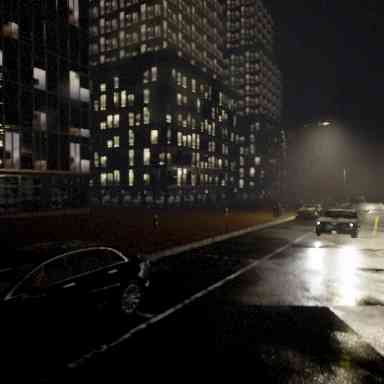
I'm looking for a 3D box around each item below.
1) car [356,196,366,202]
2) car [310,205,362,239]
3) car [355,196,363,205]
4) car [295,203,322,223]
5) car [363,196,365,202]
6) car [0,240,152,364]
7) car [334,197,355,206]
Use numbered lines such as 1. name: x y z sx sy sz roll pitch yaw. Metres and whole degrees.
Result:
1. car: 39.755 1.647 78.230 2.008 1.369 4.403 -1 0 30
2. car: 7.852 1.599 17.669 1.895 1.301 4.718 1 0 30
3. car: 28.516 1.593 58.738 1.887 1.381 4.507 -1 0 30
4. car: 8.850 1.534 24.626 2.008 1.369 4.403 -1 0 30
5. car: 34.135 1.654 68.483 1.802 1.307 4.206 -1 0 30
6. car: -2.389 1.507 5.134 2.008 1.369 4.403 -1 0 30
7. car: 20.087 1.458 44.119 1.967 1.590 4.097 -1 0 30
